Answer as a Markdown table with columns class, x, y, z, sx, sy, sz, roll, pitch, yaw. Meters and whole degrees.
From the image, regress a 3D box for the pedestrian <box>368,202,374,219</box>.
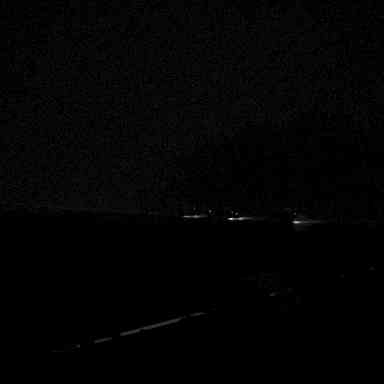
| class | x | y | z | sx | sy | sz | roll | pitch | yaw |
| --- | --- | --- | --- | --- | --- | --- | --- | --- | --- |
| pedestrian | 18.892 | 1.917 | 35.268 | 0.375 | 1.860 | 0.375 | -2 | 1 | -33 |

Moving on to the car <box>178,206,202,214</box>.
| class | x | y | z | sx | sy | sz | roll | pitch | yaw |
| --- | --- | --- | --- | --- | --- | --- | --- | --- | --- |
| car | -0.395 | 3.087 | 57.609 | 1.812 | 1.442 | 4.674 | 1 | -2 | -33 |

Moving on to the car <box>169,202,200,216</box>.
| class | x | y | z | sx | sy | sz | roll | pitch | yaw |
| --- | --- | --- | --- | --- | --- | --- | --- | --- | --- |
| car | -1.606 | 2.644 | 52.736 | 2.150 | 2.045 | 5.566 | 1 | -2 | -33 |

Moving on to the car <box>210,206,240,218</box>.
| class | x | y | z | sx | sy | sz | roll | pitch | yaw |
| --- | --- | --- | --- | --- | --- | --- | --- | --- | --- |
| car | 4.253 | 2.581 | 43.755 | 1.837 | 1.490 | 4.892 | 1 | -2 | -33 |

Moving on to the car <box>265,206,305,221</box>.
| class | x | y | z | sx | sy | sz | roll | pitch | yaw |
| --- | --- | --- | --- | --- | --- | --- | --- | --- | --- |
| car | 9.774 | 2.259 | 35.319 | 1.812 | 1.442 | 4.674 | 1 | -2 | -33 |

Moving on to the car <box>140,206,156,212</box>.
| class | x | y | z | sx | sy | sz | roll | pitch | yaw |
| --- | --- | --- | --- | --- | --- | --- | --- | --- | --- |
| car | -9.506 | 3.644 | 71.363 | 1.895 | 1.301 | 4.718 | 1 | -2 | -33 |
